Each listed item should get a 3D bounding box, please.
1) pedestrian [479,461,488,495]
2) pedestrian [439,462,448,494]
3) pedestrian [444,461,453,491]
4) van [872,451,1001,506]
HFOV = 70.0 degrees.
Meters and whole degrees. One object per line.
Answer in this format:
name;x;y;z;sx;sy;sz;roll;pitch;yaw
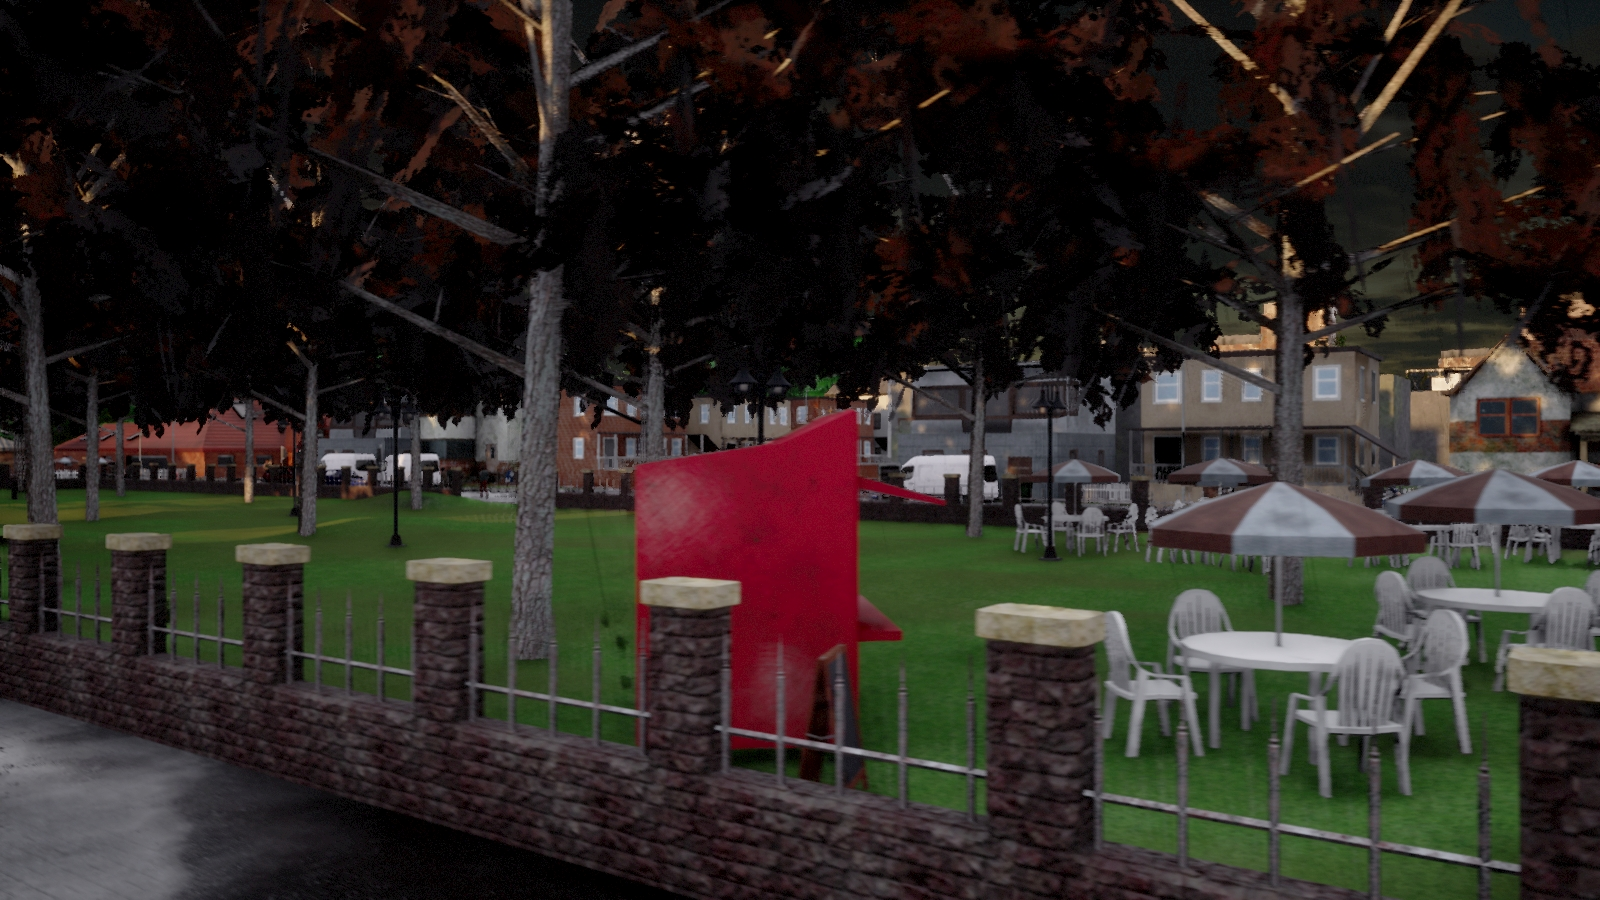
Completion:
pedestrian;-17.489;1.524;63.200;0.375;1.860;0.375;0;0;-40
pedestrian;-21.017;1.628;67.419;0.375;1.860;0.375;0;0;40
pedestrian;-21.779;1.628;70.830;0.375;1.860;0.375;0;0;44
van;6.511;1.314;55.039;5.915;2.561;1.988;0;0;35
